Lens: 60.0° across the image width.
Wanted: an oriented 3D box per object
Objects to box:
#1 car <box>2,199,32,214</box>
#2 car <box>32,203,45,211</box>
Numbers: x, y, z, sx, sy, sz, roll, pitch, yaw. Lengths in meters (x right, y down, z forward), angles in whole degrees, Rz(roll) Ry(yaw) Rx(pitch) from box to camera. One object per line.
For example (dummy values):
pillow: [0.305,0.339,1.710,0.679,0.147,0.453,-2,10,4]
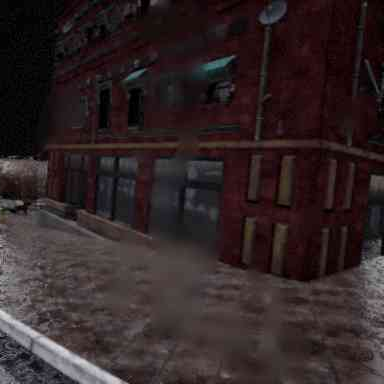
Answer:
car: [-25.046,2.008,46.715,2.150,2.045,5.566,5,-3,-7]
car: [-26.329,2.645,57.296,1.837,1.490,4.892,5,-3,-7]
